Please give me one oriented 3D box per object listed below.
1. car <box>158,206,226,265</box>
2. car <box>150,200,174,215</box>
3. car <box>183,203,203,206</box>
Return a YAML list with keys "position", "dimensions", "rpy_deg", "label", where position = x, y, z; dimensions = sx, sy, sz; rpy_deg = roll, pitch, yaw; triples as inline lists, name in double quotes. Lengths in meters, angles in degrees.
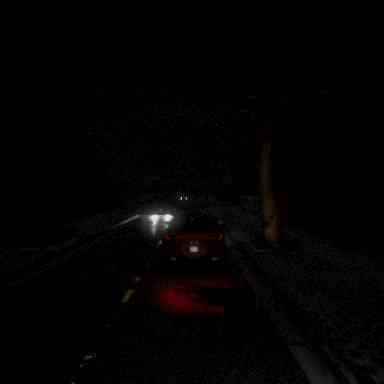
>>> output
- position: [0.071, 1.431, 11.493]
  dimensions: [1.882, 1.535, 5.008]
  rpy_deg: [0, -1, 0]
  label: "car"
- position: [-2.820, 1.420, 32.146]
  dimensions: [1.994, 1.385, 4.181]
  rpy_deg: [0, 0, 0]
  label: "car"
- position: [0.065, 1.493, 25.000]
  dimensions: [1.895, 1.301, 4.718]
  rpy_deg: [0, 0, 0]
  label: "car"
